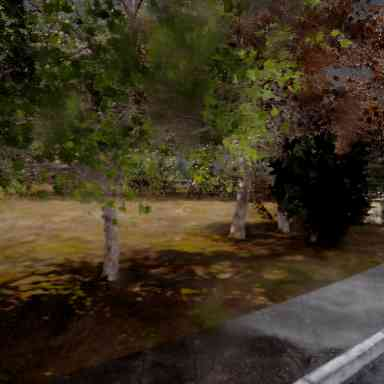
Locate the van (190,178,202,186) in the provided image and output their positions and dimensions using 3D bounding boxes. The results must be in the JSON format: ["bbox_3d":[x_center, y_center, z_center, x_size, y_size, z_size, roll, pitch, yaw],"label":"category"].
[{"bbox_3d":[2.181,-2.247,76.371,1.878,1.987,4.442,5,3,38],"label":"van"}]

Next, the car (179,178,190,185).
[{"bbox_3d":[-0.098,-2.168,77.981,2.163,1.488,4.792,5,3,38],"label":"car"}]

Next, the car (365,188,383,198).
[{"bbox_3d":[36.208,0.219,66.079,2.185,1.767,4.553,5,3,38],"label":"car"}]

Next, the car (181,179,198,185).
[{"bbox_3d":[-0.607,-2.817,95.071,2.097,1.535,5.008,5,3,38],"label":"car"}]

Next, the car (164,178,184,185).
[{"bbox_3d":[-4.449,-2.518,81.413,2.163,1.488,4.792,5,3,38],"label":"car"}]

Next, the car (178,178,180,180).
[{"bbox_3d":[-2.274,-2.343,79.697,2.163,1.488,4.792,5,3,38],"label":"car"}]
